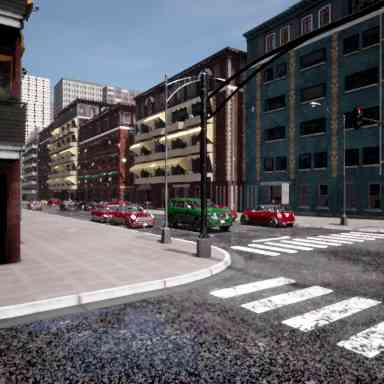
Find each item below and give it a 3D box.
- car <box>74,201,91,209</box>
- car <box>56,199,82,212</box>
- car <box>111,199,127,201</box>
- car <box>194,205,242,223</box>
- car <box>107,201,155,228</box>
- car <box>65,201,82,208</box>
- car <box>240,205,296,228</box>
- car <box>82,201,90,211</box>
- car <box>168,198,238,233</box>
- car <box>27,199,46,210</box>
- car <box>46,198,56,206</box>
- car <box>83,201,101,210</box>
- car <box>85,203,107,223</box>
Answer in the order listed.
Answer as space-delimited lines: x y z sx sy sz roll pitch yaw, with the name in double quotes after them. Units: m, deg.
-20.036 2.326 60.495 1.802 1.307 4.206 -1 0 -35 "car"
-17.734 2.157 47.858 1.994 1.385 4.181 0 -1 -34 "car"
-10.528 1.855 46.835 2.192 1.841 5.009 -1 0 -35 "car"
2.161 1.849 28.623 1.802 1.307 4.206 -1 0 -35 "car"
-4.299 1.694 24.099 1.967 1.590 4.097 -1 0 -35 "car"
-23.206 2.377 65.048 1.947 1.339 4.313 -1 0 -35 "car"
5.333 1.639 24.072 1.967 1.590 4.097 -1 0 -35 "car"
-16.379 2.144 50.943 1.812 1.442 4.674 0 -1 -35 "car"
0.294 1.424 21.874 2.150 2.045 5.566 0 -1 -33 "car"
-26.493 2.171 55.975 1.967 1.590 4.097 -1 0 -35 "car"
-32.722 2.328 78.710 2.192 1.841 5.009 -1 0 -35 "car"
-16.865 2.258 55.941 1.802 1.307 4.206 -1 0 -35 "car"
-7.468 1.904 28.653 1.802 1.307 4.206 -1 0 -35 "car"
